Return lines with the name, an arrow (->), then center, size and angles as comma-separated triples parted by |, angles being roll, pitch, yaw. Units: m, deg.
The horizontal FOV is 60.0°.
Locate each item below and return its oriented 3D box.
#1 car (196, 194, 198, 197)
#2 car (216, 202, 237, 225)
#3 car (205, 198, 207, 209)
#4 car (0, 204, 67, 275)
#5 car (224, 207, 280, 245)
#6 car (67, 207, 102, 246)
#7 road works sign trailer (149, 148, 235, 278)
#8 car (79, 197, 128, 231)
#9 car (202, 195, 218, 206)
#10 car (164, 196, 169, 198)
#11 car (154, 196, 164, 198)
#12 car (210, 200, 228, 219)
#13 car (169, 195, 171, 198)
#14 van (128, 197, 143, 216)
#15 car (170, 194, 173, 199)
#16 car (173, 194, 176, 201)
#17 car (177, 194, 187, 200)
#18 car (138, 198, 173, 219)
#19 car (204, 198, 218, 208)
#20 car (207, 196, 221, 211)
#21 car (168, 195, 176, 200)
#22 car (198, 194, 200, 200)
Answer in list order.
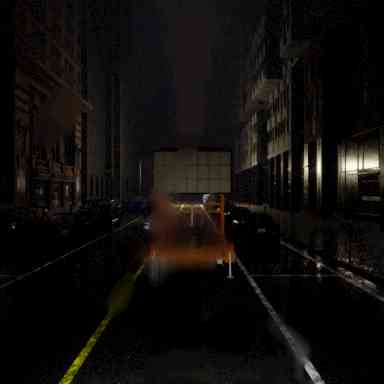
car -> 2.826, 1.607, 93.684 | 1.887, 1.381, 4.507 | 0, 0, 0
car -> 2.778, 1.570, 20.857 | 1.947, 1.339, 4.313 | 0, 0, 0
car -> 2.789, 1.595, 37.662 | 1.802, 1.307, 4.206 | 0, 0, 0
car -> -5.754, 1.316, 9.646 | 2.192, 1.841, 5.009 | 0, 0, 0
car -> 2.774, 1.568, 15.255 | 1.947, 1.339, 4.313 | 0, 0, 0
car -> -5.751, 1.584, 15.247 | 1.802, 1.307, 4.206 | 0, 0, 0
road works sign trailer -> 0.006, 0.465, 10.107 | 2.380, 3.560, 2.880 | 0, 0, 0
car -> -5.746, 1.319, 20.850 | 2.192, 1.841, 5.009 | 0, 0, 0
car -> 2.793, 1.331, 43.265 | 2.192, 1.841, 5.009 | 0, 0, 0
car -> -5.721, 1.470, 60.062 | 1.967, 1.590, 4.097 | 0, 0, 0
car -> -5.728, 1.461, 48.858 | 1.967, 1.590, 4.097 | 0, 0, 0
car -> 2.782, 1.557, 26.458 | 2.008, 1.369, 4.403 | 0, 0, 0
car -> -5.718, 1.616, 65.662 | 1.802, 1.307, 4.206 | 0, 0, 0
van -> -5.739, 1.350, 32.052 | 1.690, 1.788, 3.998 | 0, 0, 0
car -> -5.714, 1.605, 71.265 | 1.947, 1.339, 4.313 | 0, 0, 0
car -> -5.707, 1.601, 82.468 | 2.008, 1.369, 4.403 | 0, 0, 0
car -> -2.941, 1.667, 90.079 | 1.895, 1.301, 4.718 | 0, 0, 0
car -> -3.082, 1.555, 29.333 | 2.033, 1.411, 5.357 | 0, 0, 0
car -> 2.796, 1.603, 48.867 | 1.802, 1.307, 4.206 | 0, 0, 0
car -> 2.786, 1.449, 32.061 | 1.967, 1.590, 4.097 | 0, 0, 0
car -> -5.699, 1.606, 93.672 | 1.887, 1.381, 4.507 | 0, 0, 0
car -> 2.811, 1.621, 71.276 | 1.802, 1.307, 4.206 | 0, 0, 0
